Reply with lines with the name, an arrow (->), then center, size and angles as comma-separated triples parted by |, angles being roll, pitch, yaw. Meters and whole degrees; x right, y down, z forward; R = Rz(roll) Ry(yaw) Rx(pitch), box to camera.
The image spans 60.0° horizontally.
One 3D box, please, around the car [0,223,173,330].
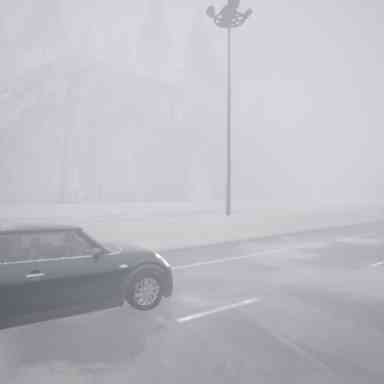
car -> -2.587, 1.374, 6.328 | 4.553, 1.767, 2.097 | 1, 0, -36
